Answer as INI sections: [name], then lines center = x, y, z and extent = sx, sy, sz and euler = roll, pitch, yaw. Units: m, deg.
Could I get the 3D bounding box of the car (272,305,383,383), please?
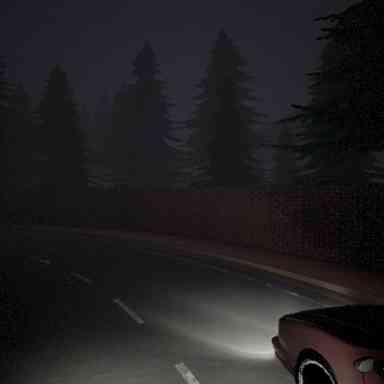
[car]
center = 2.504, 1.547, 1.837
extent = 2.033, 1.411, 5.357
euler = 0, 0, -16
